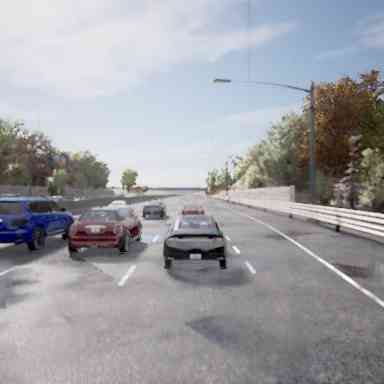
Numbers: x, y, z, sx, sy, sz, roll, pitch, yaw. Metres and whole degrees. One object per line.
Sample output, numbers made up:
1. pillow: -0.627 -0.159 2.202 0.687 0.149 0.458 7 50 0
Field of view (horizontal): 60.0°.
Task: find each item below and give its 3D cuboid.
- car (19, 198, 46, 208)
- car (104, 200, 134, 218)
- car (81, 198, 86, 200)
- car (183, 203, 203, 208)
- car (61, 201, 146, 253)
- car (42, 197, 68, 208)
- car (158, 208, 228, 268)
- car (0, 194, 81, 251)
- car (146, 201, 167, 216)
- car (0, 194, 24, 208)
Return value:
1. car: -24.574 1.695 51.556 1.895 1.301 4.718 0 0 1
2. car: -6.915 1.574 31.962 1.812 1.442 4.674 0 0 0
3. car: -17.583 1.660 52.236 1.994 1.385 4.181 0 0 0
4. car: 0.087 1.644 29.406 1.895 1.301 4.718 0 0 0
5. car: -3.407 1.369 13.840 2.097 1.767 4.553 0 0 0
6. car: -21.080 1.571 51.271 1.882 1.535 5.008 0 0 0
7. car: 0.094 1.505 11.269 2.128 1.511 4.902 0 0 0
8. car: -6.907 1.239 14.248 2.150 2.045 5.566 0 0 0
9. car: -3.414 1.538 30.902 2.128 1.511 4.902 0 0 0
10. car: -28.069 1.312 50.763 2.150 2.045 5.566 0 0 1
